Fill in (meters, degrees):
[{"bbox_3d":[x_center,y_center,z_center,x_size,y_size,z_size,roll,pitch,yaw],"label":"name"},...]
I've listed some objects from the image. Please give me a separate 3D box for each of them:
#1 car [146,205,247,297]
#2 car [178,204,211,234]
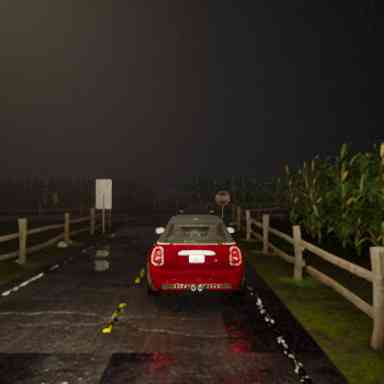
[{"bbox_3d":[0.088,1.378,8.816,2.097,1.767,4.553,0,0,0],"label":"car"},{"bbox_3d":[0.294,1.568,20.830,1.837,1.490,4.892,0,0,3],"label":"car"}]
